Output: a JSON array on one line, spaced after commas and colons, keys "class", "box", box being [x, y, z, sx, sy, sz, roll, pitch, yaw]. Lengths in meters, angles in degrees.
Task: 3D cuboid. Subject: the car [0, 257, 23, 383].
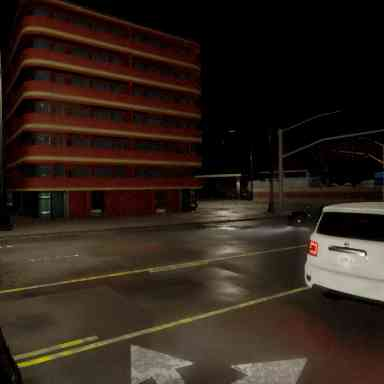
[{"class": "car", "box": [-3.667, 1.222, 1.136, 5.566, 2.045, 2.150, 0, 0, -35]}]

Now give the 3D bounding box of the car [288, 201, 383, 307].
[{"class": "car", "box": [4.775, 1.218, 7.134, 5.566, 2.045, 2.150, 0, 0, -35]}]

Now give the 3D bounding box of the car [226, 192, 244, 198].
[{"class": "car", "box": [11.384, 0.818, 85.098, 3.806, 1.475, 1.970, -1, 1, -35]}]

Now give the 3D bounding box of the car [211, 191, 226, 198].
[{"class": "car", "box": [7.417, 0.671, 89.324, 4.611, 1.667, 2.242, -1, 1, -35]}]

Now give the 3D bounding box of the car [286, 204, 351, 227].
[{"class": "car", "box": [8.785, 1.564, 22.988, 4.718, 1.301, 1.895, 0, 0, -35]}]

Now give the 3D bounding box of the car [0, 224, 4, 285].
[{"class": "car", "box": [-7.338, 1.548, 7.359, 5.357, 1.411, 2.033, 0, 0, -35]}]
